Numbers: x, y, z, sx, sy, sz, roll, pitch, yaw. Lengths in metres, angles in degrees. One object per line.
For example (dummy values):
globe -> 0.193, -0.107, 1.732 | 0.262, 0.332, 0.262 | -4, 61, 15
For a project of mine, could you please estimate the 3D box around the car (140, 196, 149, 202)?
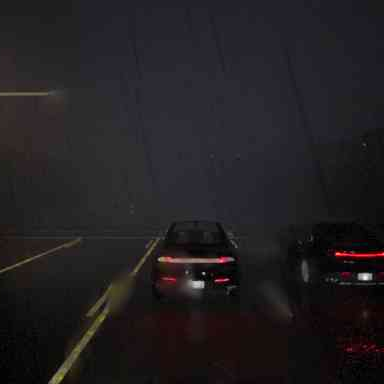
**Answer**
car -> -10.301, 1.458, 69.844 | 1.994, 1.385, 4.181 | 0, 0, 0

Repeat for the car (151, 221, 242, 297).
car -> 0.100, 1.488, 8.535 | 2.128, 1.511, 4.902 | 0, 0, 0

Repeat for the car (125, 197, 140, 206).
car -> -10.420, 1.503, 55.251 | 1.812, 1.442, 4.674 | 0, 1, 0

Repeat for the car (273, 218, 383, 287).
car -> 3.605, 1.501, 9.297 | 1.837, 1.490, 4.892 | 0, 0, 1

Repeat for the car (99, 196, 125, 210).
car -> -10.468, 1.334, 42.785 | 2.097, 1.767, 4.553 | 0, 0, 0
